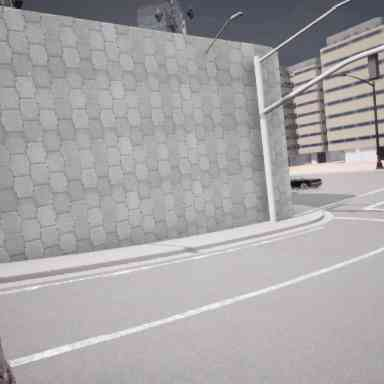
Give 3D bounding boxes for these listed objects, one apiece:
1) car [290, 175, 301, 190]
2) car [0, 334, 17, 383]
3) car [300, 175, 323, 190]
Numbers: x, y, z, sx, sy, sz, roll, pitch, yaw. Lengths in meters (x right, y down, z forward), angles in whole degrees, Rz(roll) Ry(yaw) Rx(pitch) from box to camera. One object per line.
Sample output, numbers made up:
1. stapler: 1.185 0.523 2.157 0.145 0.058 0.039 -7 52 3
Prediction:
1. car: 6.263 -0.752 29.289 2.150 2.045 5.566 -10 6 -34
2. car: -3.438 1.524 1.540 4.674 1.442 1.812 1 -1 -35
3. car: 9.567 -0.894 30.705 1.895 1.301 4.718 -10 6 -35
